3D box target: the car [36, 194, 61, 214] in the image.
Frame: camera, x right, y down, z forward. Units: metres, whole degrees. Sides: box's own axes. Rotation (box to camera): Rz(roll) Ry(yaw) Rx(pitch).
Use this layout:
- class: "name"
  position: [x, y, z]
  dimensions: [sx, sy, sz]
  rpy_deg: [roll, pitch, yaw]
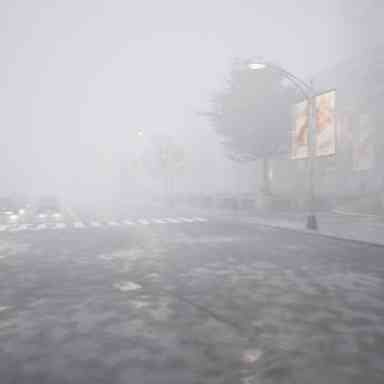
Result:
- class: "car"
  position: [-13.639, 1.210, 31.774]
  dimensions: [2.033, 1.411, 5.357]
  rpy_deg: [-1, 1, -23]

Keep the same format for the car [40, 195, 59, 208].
- class: "car"
  position: [-17.542, 1.113, 40.992]
  dimensions: [2.033, 1.411, 5.357]
  rpy_deg: [-1, 1, -23]

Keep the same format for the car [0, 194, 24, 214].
- class: "car"
  position: [-16.865, 1.207, 30.410]
  dimensions: [1.837, 1.490, 4.892]
  rpy_deg: [-1, 1, -23]

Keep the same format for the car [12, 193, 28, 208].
- class: "car"
  position: [-20.524, 1.102, 39.087]
  dimensions: [2.128, 1.511, 4.902]
  rpy_deg: [-1, 1, -22]

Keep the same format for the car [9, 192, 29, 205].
- class: "car"
  position: [-25.048, 0.874, 47.963]
  dimensions: [2.097, 1.767, 4.553]
  rpy_deg: [-1, 1, -33]
